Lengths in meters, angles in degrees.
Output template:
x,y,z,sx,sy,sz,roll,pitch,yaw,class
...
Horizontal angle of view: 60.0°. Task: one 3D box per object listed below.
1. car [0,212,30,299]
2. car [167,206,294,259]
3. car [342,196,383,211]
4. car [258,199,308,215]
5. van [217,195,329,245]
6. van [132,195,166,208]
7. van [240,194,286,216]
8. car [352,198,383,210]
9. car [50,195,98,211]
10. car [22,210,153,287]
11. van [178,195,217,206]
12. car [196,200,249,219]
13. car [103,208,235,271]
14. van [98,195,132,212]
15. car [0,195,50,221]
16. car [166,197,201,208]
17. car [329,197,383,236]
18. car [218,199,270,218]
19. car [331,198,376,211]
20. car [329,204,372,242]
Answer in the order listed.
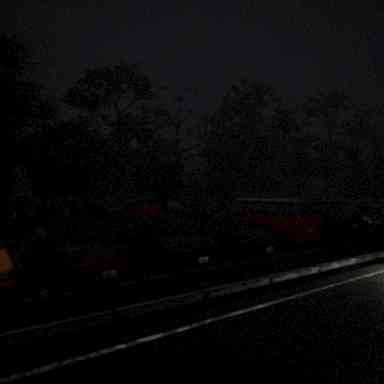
x,y,z,sx,sy,sz,roll,pitch,yaw,class
-5.493,1.499,8.038,1.946,1.575,5.366,0,0,-35,car
1.206,1.511,12.989,2.163,1.488,4.792,0,0,-35,car
22.907,1.473,44.526,2.185,1.767,4.553,0,0,-35,car
9.494,1.525,34.924,2.163,1.488,4.792,0,0,-35,car
3.384,1.249,14.716,1.878,1.987,4.442,0,0,-35,van
-4.132,1.248,25.420,1.878,1.987,4.442,0,0,-35,van
7.052,1.253,33.367,1.878,1.987,4.442,0,0,-35,van
25.186,1.616,46.101,2.097,1.535,5.008,0,0,-35,car
-8.564,1.235,22.094,2.435,2.045,5.566,0,0,-35,car
-3.321,1.524,9.774,2.163,1.488,4.792,0,0,-35,car
0.527,1.237,28.455,1.878,1.987,4.442,0,0,-36,van
2.691,1.492,30.161,2.163,1.488,4.792,0,0,-35,car
-1.057,1.518,11.381,2.163,1.488,4.792,0,0,-35,car
-6.255,1.254,23.626,1.878,1.987,4.442,0,0,-35,van
-10.823,1.242,20.490,2.435,2.045,5.566,0,0,-35,car
-1.809,1.467,26.934,2.097,1.535,5.008,0,0,-35,car
7.958,1.339,17.861,2.185,1.767,4.553,0,0,-35,car
4.843,1.497,31.690,2.163,1.488,4.792,0,0,-35,car
20.785,1.612,42.944,2.163,1.488,4.792,0,0,-35,car
5.699,1.498,16.253,2.163,1.488,4.792,0,0,-35,car
